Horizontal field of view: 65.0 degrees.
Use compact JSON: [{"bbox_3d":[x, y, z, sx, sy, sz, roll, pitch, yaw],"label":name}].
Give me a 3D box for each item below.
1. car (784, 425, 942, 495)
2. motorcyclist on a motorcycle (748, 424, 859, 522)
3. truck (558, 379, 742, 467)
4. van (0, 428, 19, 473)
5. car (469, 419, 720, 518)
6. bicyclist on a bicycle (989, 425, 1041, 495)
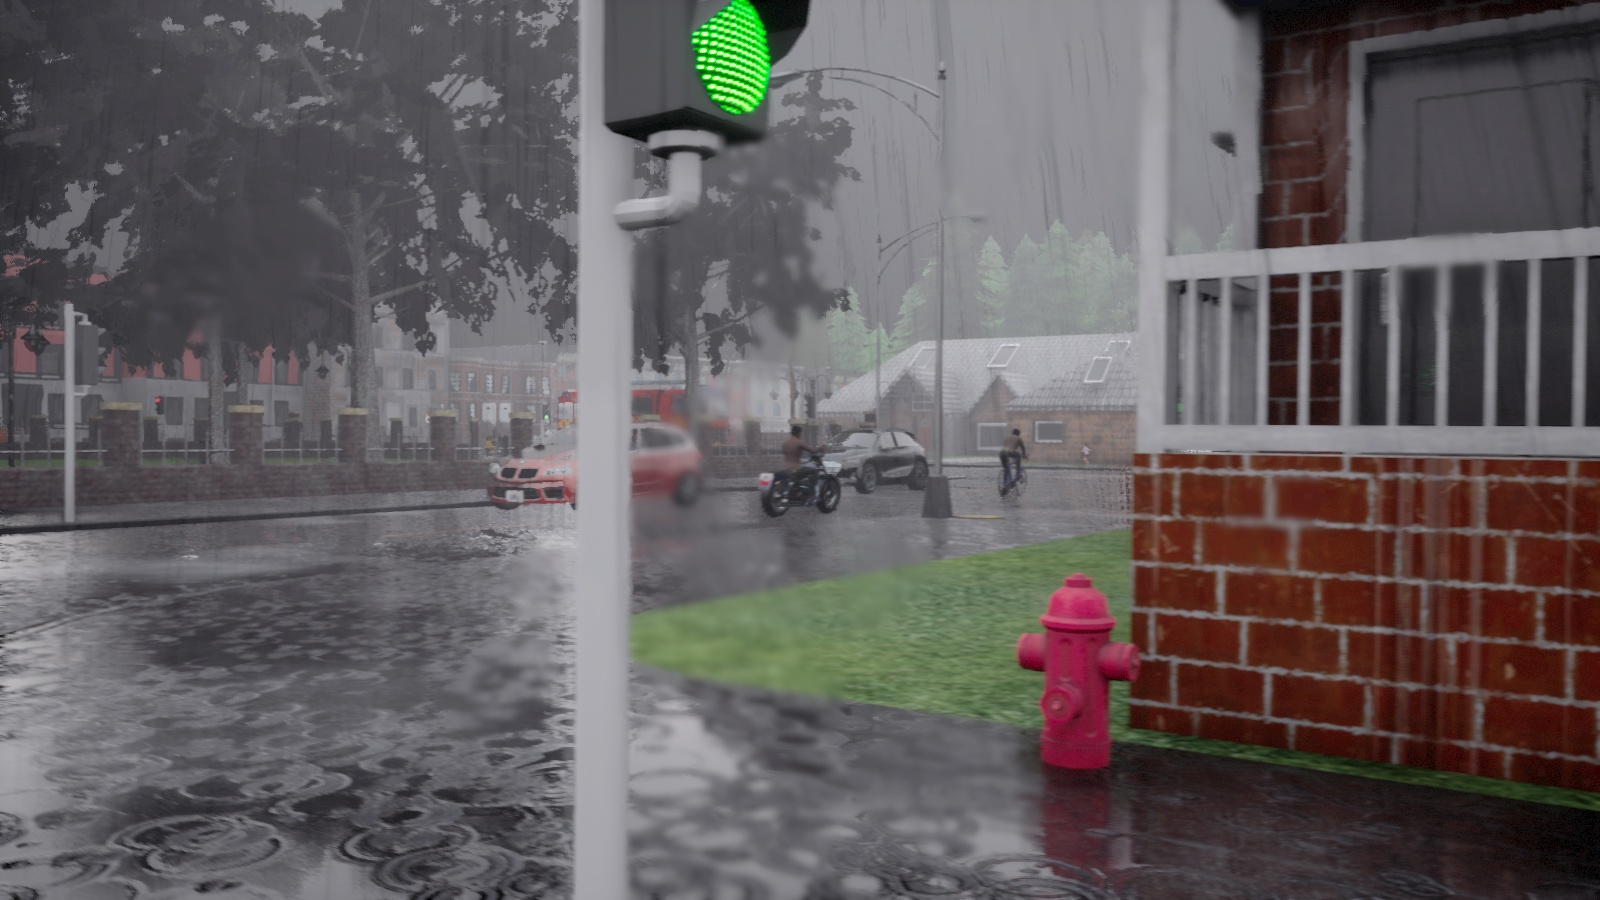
[{"bbox_3d":[1.718,0.198,32.230,2.033,1.649,4.856,0,1,30],"label":"car"},{"bbox_3d":[0.096,0.370,22.324,0.766,1.649,2.350,0,1,34],"label":"motorcyclist on a motorcycle"},{"bbox_3d":[-7.029,-1.181,58.108,8.468,3.827,2.891,0,1,32],"label":"truck"},{"bbox_3d":[-37.225,0.038,55.282,1.775,1.987,4.442,0,1,34],"label":"van"},{"bbox_3d":[-3.761,0.277,23.830,2.242,1.667,4.611,0,1,31],"label":"car"},{"bbox_3d":[5.138,0.223,29.947,0.582,1.620,1.656,0,1,33],"label":"bicyclist on a bicycle"}]
